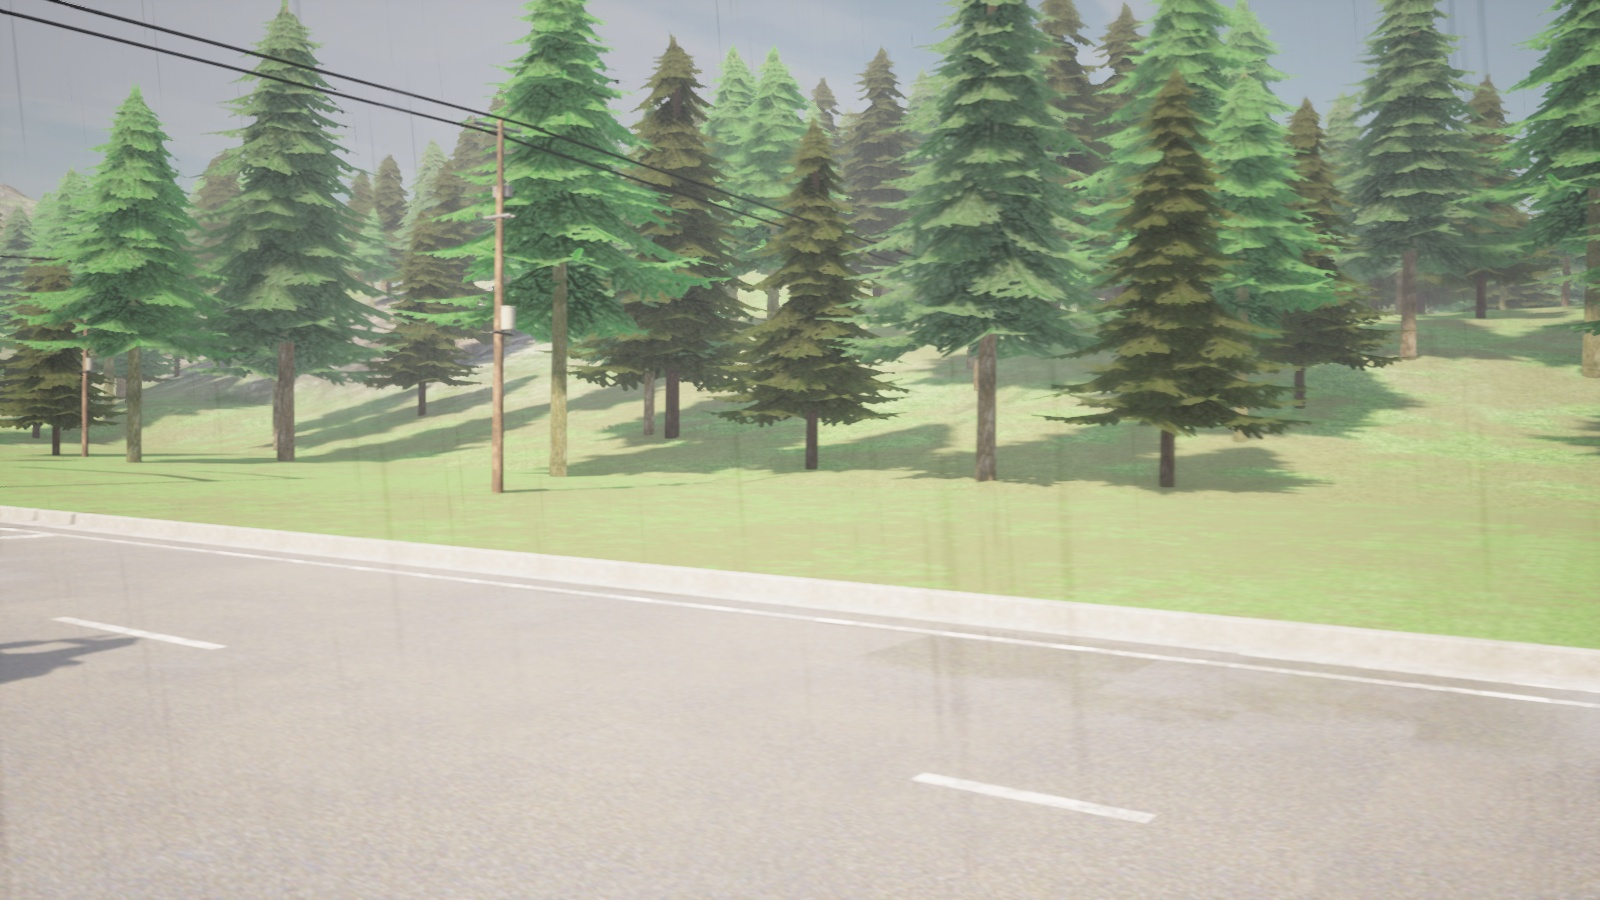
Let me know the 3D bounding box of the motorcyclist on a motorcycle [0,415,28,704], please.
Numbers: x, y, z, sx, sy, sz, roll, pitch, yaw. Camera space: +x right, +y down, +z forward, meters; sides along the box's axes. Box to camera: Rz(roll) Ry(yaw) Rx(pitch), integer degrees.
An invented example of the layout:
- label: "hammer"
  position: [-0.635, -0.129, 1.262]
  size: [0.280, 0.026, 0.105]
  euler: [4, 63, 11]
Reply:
- label: "motorcyclist on a motorcycle"
  position: [-5.323, 0.605, 7.157]
  size: [1.817, 1.590, 0.866]
  euler: [0, 1, 34]
